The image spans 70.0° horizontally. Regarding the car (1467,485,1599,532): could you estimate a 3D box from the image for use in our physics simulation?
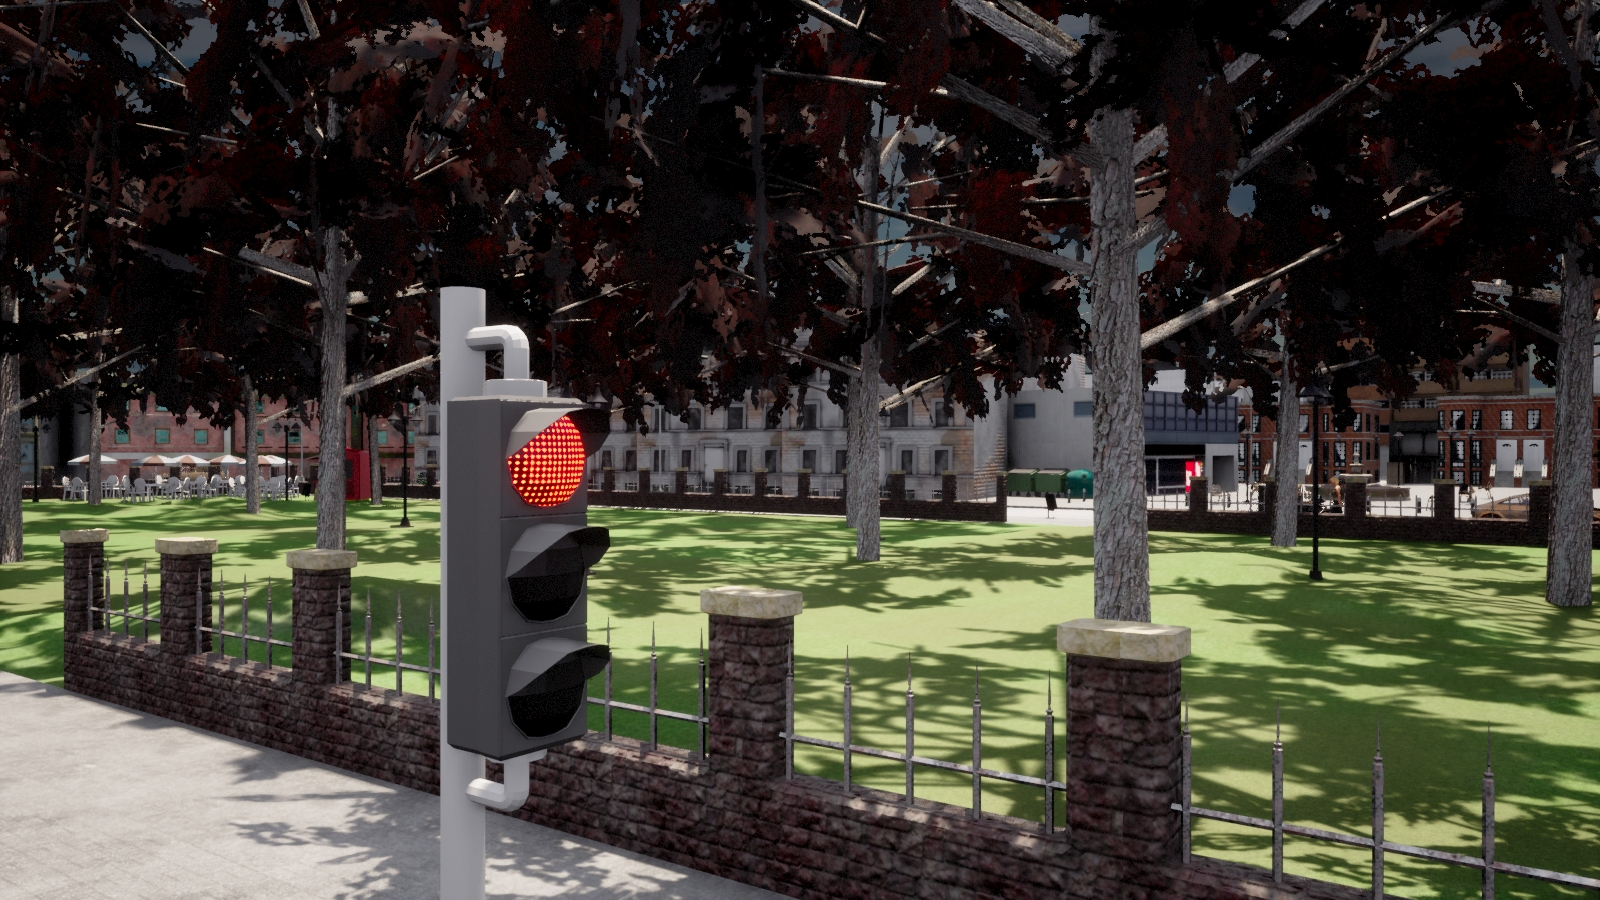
[{"bbox_3d":[24.491,1.899,37.604,4.181,1.385,1.994,0,0,37],"label":"car"}]

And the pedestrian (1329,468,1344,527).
[{"bbox_3d":[17.322,1.523,36.871,0.375,1.860,0.375,0,0,36],"label":"pedestrian"}]

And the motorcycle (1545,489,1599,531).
[{"bbox_3d":[25.489,1.950,36.881,2.356,1.277,0.764,0,0,36],"label":"motorcycle"}]
